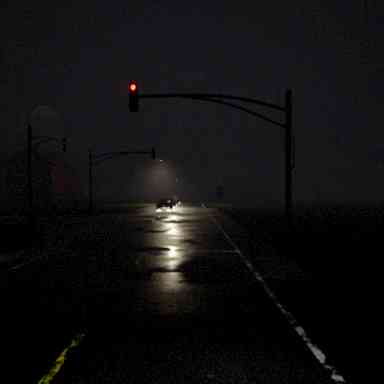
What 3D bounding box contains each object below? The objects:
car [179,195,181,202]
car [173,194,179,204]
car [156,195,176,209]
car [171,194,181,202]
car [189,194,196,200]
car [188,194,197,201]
[{"bbox_3d":[-3.532,1.401,62.457,1.882,1.535,5.008,0,0,1],"label":"car"},{"bbox_3d":[-3.556,1.467,53.106,1.812,1.442,4.674,0,0,0],"label":"car"},{"bbox_3d":[-3.569,1.519,44.445,1.994,1.385,4.181,0,0,0],"label":"car"},{"bbox_3d":[-3.467,1.248,72.434,2.097,1.767,4.553,0,0,0],"label":"car"},{"bbox_3d":[0.038,1.367,86.335,1.837,1.490,4.892,0,0,0],"label":"car"},{"bbox_3d":[0.034,1.444,76.743,1.994,1.385,4.181,0,0,0],"label":"car"}]
